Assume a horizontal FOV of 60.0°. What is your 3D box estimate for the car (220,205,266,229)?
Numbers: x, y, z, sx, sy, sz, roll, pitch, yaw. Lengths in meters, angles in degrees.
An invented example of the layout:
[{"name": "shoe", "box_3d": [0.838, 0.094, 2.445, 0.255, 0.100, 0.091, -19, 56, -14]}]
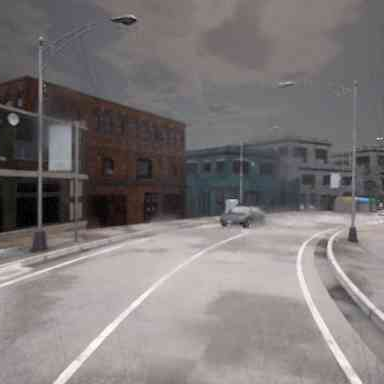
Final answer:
[{"name": "car", "box_3d": [3.663, 1.660, 23.163, 1.812, 1.442, 4.674, 1, 0, 34]}]
